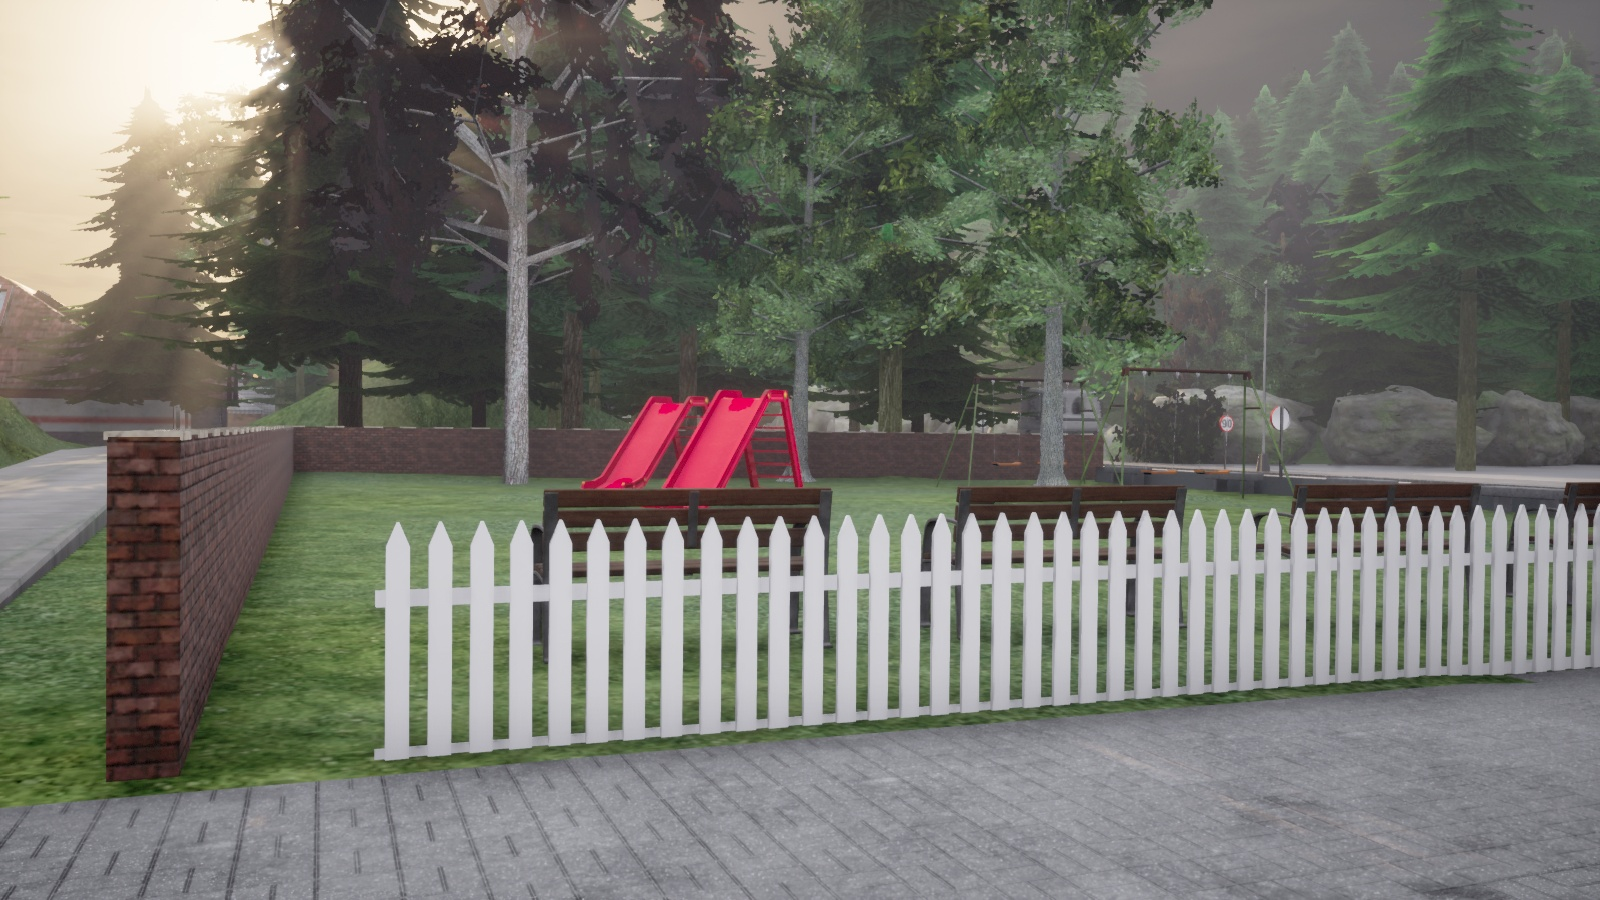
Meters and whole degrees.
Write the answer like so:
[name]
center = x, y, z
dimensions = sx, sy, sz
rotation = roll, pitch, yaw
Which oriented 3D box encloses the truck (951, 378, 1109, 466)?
[truck]
center = 9.600, -1.159, 53.529
dimensions = 2.891, 3.462, 7.936
rotation = -1, 1, -21
